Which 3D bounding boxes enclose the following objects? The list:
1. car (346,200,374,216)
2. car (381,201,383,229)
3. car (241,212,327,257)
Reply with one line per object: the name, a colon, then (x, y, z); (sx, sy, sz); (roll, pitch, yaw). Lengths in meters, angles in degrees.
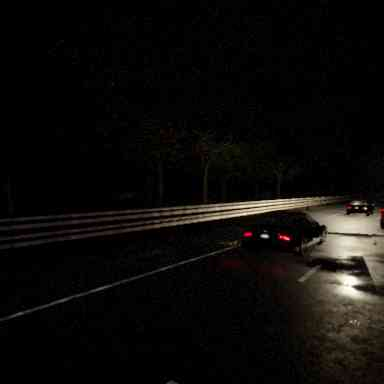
car: (15.486, 1.416, 30.576); (2.033, 1.411, 5.357); (1, 1, 33)
car: (12.878, 1.160, 20.266); (2.150, 2.045, 5.566); (1, 1, 33)
car: (3.735, 1.465, 12.785); (2.033, 1.411, 5.357); (1, 1, 33)
